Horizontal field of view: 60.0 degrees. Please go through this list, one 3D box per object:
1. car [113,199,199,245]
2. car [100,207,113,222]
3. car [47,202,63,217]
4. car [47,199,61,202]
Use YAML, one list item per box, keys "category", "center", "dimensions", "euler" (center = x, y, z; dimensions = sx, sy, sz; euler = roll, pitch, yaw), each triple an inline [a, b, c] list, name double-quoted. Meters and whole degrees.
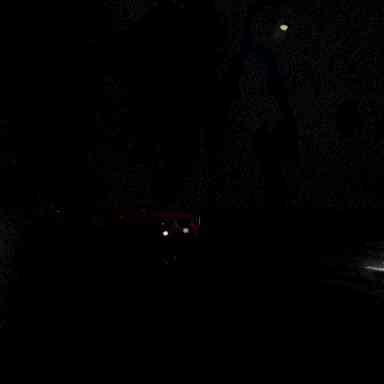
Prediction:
- category: "car"
  center: [-1.853, 1.407, 17.079]
  dimensions: [2.150, 2.045, 5.566]
  euler: [0, -1, -35]
- category: "car"
  center: [-6.140, 1.947, 28.387]
  dimensions: [2.033, 1.411, 5.357]
  euler: [0, -1, -35]
- category: "car"
  center: [-16.690, 2.206, 38.455]
  dimensions: [1.812, 1.442, 4.674]
  euler: [0, -1, -34]
- category: "car"
  center: [-20.784, 2.132, 49.400]
  dimensions: [2.150, 2.045, 5.566]
  euler: [0, -1, -35]
